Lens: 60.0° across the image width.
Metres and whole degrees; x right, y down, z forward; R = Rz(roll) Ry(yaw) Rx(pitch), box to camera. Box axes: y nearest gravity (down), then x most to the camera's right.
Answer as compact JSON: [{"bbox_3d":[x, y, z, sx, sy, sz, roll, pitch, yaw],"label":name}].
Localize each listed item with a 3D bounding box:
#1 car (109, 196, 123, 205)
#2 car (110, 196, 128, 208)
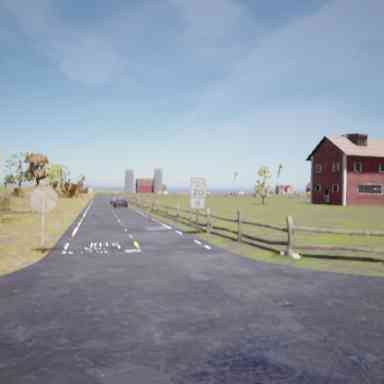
[{"bbox_3d":[-13.044,1.412,56.892,2.033,1.411,5.357,1,0,-16],"label":"car"},{"bbox_3d":[-10.202,1.384,47.221,2.128,1.511,4.902,1,0,-16],"label":"car"}]
